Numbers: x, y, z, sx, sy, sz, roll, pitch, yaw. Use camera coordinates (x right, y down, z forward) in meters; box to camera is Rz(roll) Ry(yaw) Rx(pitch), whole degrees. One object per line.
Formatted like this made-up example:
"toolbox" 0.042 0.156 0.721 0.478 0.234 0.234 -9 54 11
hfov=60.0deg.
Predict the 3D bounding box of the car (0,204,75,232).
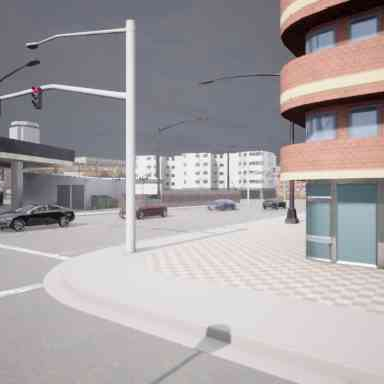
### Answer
"car" -9.602 1.491 20.477 2.128 1.511 4.902 0 0 34

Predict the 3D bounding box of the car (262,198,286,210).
"car" 10.870 1.491 43.704 2.128 1.511 4.902 0 0 35

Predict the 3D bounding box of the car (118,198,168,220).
"car" -4.121 1.352 28.490 2.097 1.767 4.553 0 0 34

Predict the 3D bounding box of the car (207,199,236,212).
"car" 3.626 1.525 39.700 1.812 1.442 4.674 0 0 35
